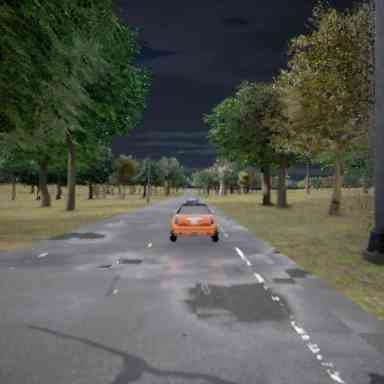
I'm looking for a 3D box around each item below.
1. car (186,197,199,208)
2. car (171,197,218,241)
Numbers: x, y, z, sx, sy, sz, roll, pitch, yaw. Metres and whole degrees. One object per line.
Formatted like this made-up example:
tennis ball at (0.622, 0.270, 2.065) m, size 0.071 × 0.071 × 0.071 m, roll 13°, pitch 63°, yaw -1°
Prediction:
car at (0.101, 1.447, 47.218) m, size 1.812 × 1.442 × 4.674 m, roll 0°, pitch 0°, yaw 0°
car at (0.099, 1.311, 16.605) m, size 2.097 × 1.767 × 4.553 m, roll 0°, pitch 0°, yaw 0°
